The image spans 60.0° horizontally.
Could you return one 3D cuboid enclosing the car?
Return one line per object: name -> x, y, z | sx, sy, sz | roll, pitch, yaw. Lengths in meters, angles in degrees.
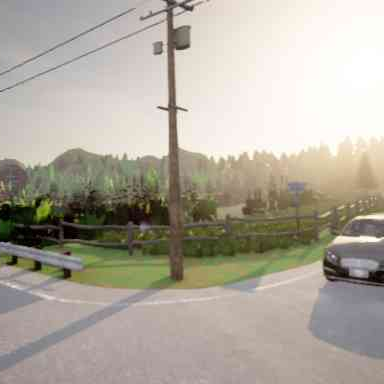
car -> 4.972, 1.374, 8.753 | 2.128, 1.511, 4.902 | -1, 0, 39
